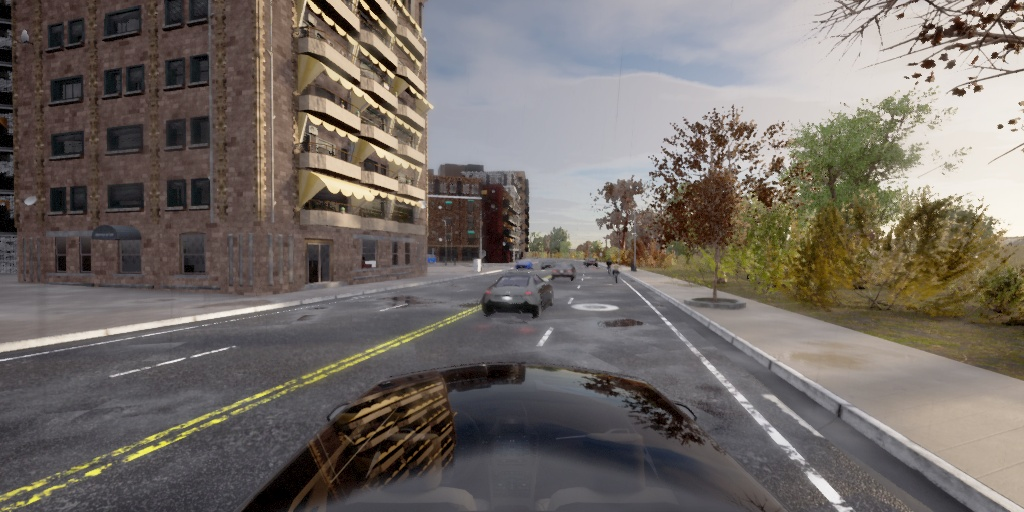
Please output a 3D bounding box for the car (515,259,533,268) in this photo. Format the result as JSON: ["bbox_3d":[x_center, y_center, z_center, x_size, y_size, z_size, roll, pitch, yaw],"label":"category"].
[{"bbox_3d":[1.750,1.215,50.223,1.882,1.535,5.008,0,0,11],"label":"car"}]

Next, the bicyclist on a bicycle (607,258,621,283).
[{"bbox_3d":[7.773,1.179,26.842,0.866,1.612,1.509,0,0,12],"label":"bicyclist on a bicycle"}]

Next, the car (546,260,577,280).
[{"bbox_3d":[4.508,1.290,30.870,2.033,1.411,5.357,0,0,12],"label":"car"}]

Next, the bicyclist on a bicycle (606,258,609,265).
[{"bbox_3d":[9.830,1.109,36.362,0.659,1.776,1.843,0,0,12],"label":"bicyclist on a bicycle"}]

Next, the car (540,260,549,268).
[{"bbox_3d":[5.251,1.299,51.222,1.994,1.385,4.181,0,0,11],"label":"car"}]

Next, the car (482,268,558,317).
[{"bbox_3d":[0.350,1.311,13.269,1.994,1.385,4.181,0,0,14],"label":"car"}]
